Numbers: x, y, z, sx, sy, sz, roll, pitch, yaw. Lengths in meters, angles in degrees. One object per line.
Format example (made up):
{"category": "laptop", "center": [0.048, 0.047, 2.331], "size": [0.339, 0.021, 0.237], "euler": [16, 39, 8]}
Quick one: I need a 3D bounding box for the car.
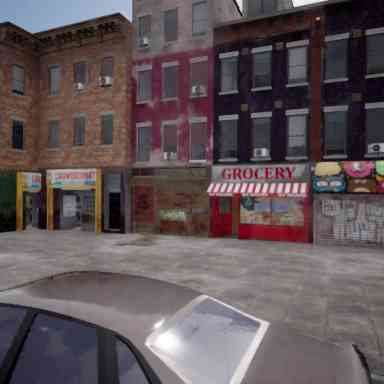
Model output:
{"category": "car", "center": [-1.139, 1.547, 3.147], "size": [5.357, 1.411, 2.033], "euler": [0, 0, 23]}
